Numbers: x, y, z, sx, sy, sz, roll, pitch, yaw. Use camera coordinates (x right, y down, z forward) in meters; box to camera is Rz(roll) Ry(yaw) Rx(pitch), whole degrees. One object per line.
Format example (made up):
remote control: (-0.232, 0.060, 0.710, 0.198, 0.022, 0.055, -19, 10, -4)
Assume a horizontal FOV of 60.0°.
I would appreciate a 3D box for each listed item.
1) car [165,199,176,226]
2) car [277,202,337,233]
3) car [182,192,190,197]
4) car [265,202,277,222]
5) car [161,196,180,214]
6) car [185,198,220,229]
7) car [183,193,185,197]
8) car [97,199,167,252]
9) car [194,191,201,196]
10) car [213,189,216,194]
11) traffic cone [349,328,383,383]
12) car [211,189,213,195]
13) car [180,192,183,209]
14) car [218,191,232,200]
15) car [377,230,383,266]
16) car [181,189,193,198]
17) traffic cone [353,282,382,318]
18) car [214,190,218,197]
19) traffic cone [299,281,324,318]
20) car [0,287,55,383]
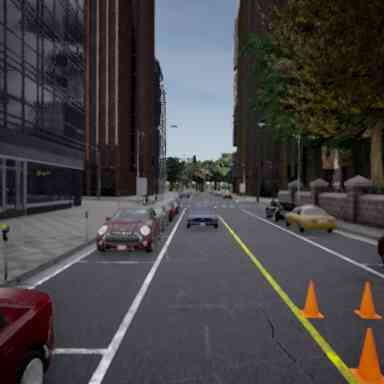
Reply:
car: (-2.195, 1.312, 18.287, 2.008, 1.369, 4.403, 0, 1, 1)
car: (6.332, 1.345, 18.354, 1.752, 1.417, 4.829, 0, 1, 1)
car: (-1.393, 0.585, 82.932, 1.802, 1.307, 4.206, 0, 1, 1)
car: (6.397, 1.323, 23.640, 1.947, 1.339, 4.313, 0, 1, 1)
car: (-2.127, 1.240, 23.743, 1.887, 1.381, 4.507, 0, 1, 1)
car: (0.591, 1.306, 20.135, 2.033, 1.411, 5.357, 0, 1, 1)
car: (-1.994, 1.093, 34.485, 1.752, 1.417, 4.829, 0, 1, 1)
car: (-2.262, 1.267, 12.829, 1.967, 1.590, 4.097, 0, 1, 1)
car: (1.490, 0.448, 92.527, 2.033, 1.411, 5.357, 0, 1, 1)
car: (7.199, 0.547, 88.263, 1.887, 1.381, 4.507, 0, 1, 1)
traffic cone: (2.112, 1.920, 3.963, 0.340, 0.580, 0.340, 0, 1, 1)
car: (7.266, 0.485, 93.700, 1.887, 1.381, 4.507, 0, 1, 1)
car: (-2.059, 1.070, 29.198, 1.967, 1.590, 4.097, 0, 1, 1)
car: (6.930, 0.692, 66.515, 1.967, 1.590, 4.097, 0, 1, 1)
car: (6.195, 1.269, 7.270, 2.192, 1.841, 5.009, 0, 1, 1)
car: (-1.526, 0.443, 72.055, 2.192, 1.841, 5.009, 0, 1, 1)
traffic cone: (3.137, 1.903, 5.950, 0.340, 0.580, 0.340, 0, 1, 1)
car: (7.131, 0.615, 82.826, 2.008, 1.369, 4.403, 0, 1, 1)
traffic cone: (2.137, 1.896, 5.962, 0.340, 0.580, 0.340, 0, 1, 1)
car: (-2.398, 1.503, 1.918, 1.887, 1.381, 4.507, 0, 1, 1)
